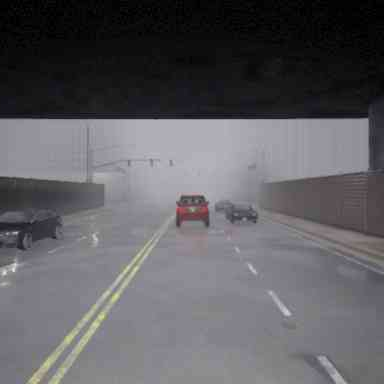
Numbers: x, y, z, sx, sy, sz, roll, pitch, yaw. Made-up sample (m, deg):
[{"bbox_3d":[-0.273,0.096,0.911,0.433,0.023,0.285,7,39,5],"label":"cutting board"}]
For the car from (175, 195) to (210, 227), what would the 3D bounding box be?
[{"bbox_3d":[0.046,1.191,22.693,2.150,2.045,5.566,0,0,0],"label":"car"}]

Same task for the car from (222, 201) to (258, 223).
[{"bbox_3d":[3.598,1.568,24.985,1.895,1.301,4.718,0,0,0],"label":"car"}]

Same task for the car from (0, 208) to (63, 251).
[{"bbox_3d":[-7.088,1.473,14.064,2.128,1.511,4.902,0,0,0],"label":"car"}]

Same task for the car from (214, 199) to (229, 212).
[{"bbox_3d":[3.591,1.513,37.343,1.994,1.385,4.181,0,0,0],"label":"car"}]

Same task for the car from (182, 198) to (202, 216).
[{"bbox_3d":[-0.002,1.433,33.404,1.882,1.535,5.008,0,0,0],"label":"car"}]
